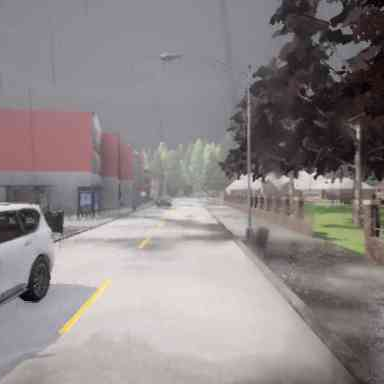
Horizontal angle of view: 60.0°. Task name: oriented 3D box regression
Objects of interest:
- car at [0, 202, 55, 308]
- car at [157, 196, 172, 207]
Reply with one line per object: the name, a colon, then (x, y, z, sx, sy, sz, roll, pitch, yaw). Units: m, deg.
car: (-4.181, 1.235, 5.378, 2.150, 2.045, 5.566, 0, 0, 0)
car: (-4.251, 1.388, 51.463, 2.097, 1.767, 4.553, 0, 0, 0)
